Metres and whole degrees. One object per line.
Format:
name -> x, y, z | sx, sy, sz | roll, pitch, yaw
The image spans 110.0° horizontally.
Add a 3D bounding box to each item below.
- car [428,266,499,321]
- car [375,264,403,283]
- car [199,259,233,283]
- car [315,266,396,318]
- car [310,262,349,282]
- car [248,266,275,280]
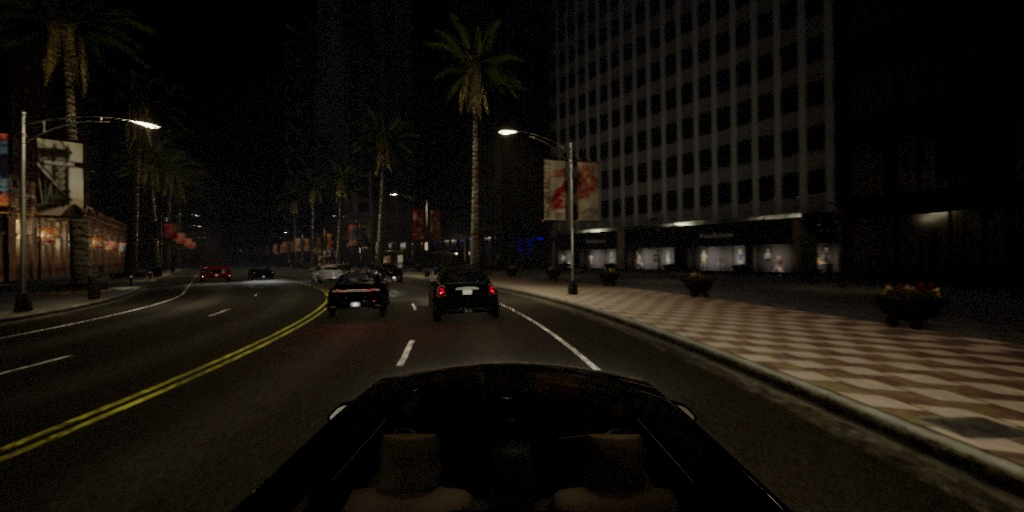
car -> -1.918, 1.153, 13.111 | 2.097, 1.767, 4.553 | -1, 0, -15
car -> -10.493, 1.436, 29.355 | 1.837, 1.490, 4.892 | 0, 0, -37
car -> -27.580, 1.324, 33.419 | 2.150, 2.045, 5.566 | 0, 0, -40
car -> -5.692, 1.331, 13.684 | 2.128, 1.511, 4.902 | 0, 0, -17
car -> -15.526, 1.507, 30.159 | 1.812, 1.442, 4.674 | 0, 0, -39
car -> -25.233, 1.692, 36.072 | 1.895, 1.301, 4.718 | 0, 0, -40
